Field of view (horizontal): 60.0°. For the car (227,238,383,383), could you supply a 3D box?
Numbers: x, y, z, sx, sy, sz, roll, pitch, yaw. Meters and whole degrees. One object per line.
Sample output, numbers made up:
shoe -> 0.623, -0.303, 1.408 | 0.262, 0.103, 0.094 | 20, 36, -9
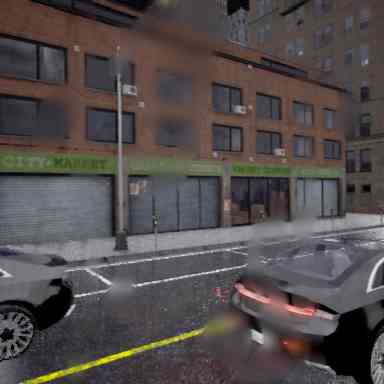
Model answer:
car -> 2.778, 1.493, 5.281 | 4.902, 1.511, 2.128 | 0, 0, -35

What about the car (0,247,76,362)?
car -> -4.096, 1.494, 4.320 | 4.902, 1.511, 2.128 | 0, 0, -35
